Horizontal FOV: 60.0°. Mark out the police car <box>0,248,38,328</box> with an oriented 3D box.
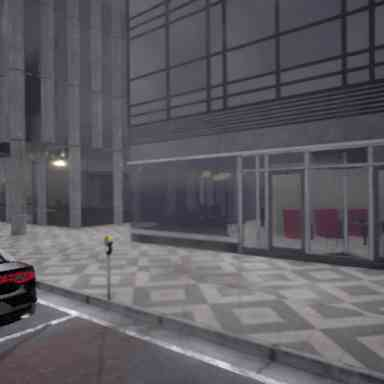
[{"bbox_3d":[-4.960,1.504,6.288,5.238,1.638,1.930,-1,0,37],"label":"police car"}]
